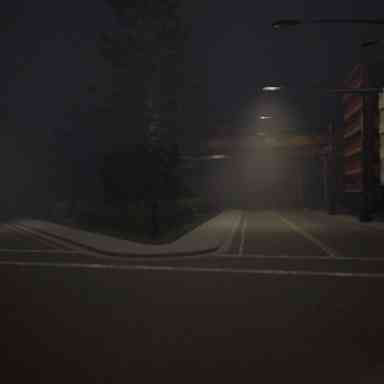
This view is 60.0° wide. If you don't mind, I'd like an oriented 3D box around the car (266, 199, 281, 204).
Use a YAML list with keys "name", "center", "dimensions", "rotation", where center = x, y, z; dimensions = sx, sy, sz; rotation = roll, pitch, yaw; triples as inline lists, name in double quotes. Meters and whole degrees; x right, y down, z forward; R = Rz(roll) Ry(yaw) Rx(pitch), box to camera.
- name: "car"
  center: [18.846, 2.159, 77.080]
  dimensions: [1.853, 1.218, 4.536]
  rotation: [-1, -1, -10]

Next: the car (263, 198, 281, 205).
- name: "car"
  center: [18.858, 2.315, 77.026]
  dimensions: [2.038, 1.542, 4.974]
  rotation: [-1, -1, -10]

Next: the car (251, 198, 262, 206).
- name: "car"
  center: [14.812, 2.390, 78.039]
  dimensions: [2.038, 1.542, 4.974]
  rotation: [-1, -1, 35]

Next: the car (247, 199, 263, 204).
- name: "car"
  center: [14.839, 2.232, 78.085]
  dimensions: [1.853, 1.218, 4.536]
  rotation: [-1, -1, 35]
